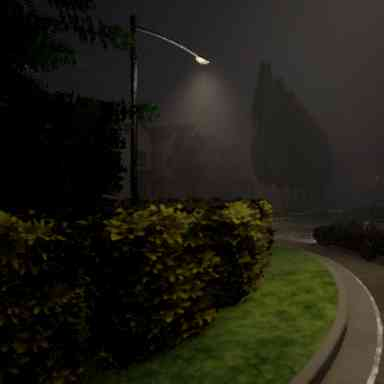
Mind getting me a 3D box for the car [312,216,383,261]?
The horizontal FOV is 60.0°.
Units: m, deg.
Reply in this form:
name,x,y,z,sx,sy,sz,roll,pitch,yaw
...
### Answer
name,x,y,z,sx,sy,sz,roll,pitch,yaw
car,6.570,1.612,12.601,2.033,1.411,5.357,0,-1,-6
